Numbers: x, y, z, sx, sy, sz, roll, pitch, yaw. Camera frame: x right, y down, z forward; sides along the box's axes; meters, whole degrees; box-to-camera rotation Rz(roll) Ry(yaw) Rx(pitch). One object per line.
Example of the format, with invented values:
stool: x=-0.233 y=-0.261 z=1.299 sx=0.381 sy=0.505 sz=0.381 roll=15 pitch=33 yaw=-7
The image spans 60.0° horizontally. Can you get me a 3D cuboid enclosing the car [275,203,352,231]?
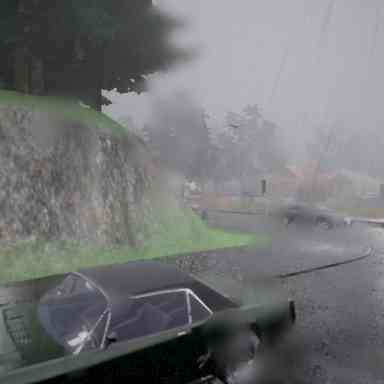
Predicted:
car: x=7.502 y=1.491 z=20.947 sx=2.128 sy=1.511 sz=4.902 roll=0 pitch=0 yaw=-36

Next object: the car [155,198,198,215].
car: x=-1.364 y=1.354 z=33.345 sx=2.097 sy=1.767 sz=4.553 roll=0 pitch=0 yaw=-35

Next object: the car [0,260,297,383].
car: x=-1.035 y=1.601 z=3.796 sx=4.718 sy=1.301 sz=1.895 roll=0 pitch=0 yaw=-35
